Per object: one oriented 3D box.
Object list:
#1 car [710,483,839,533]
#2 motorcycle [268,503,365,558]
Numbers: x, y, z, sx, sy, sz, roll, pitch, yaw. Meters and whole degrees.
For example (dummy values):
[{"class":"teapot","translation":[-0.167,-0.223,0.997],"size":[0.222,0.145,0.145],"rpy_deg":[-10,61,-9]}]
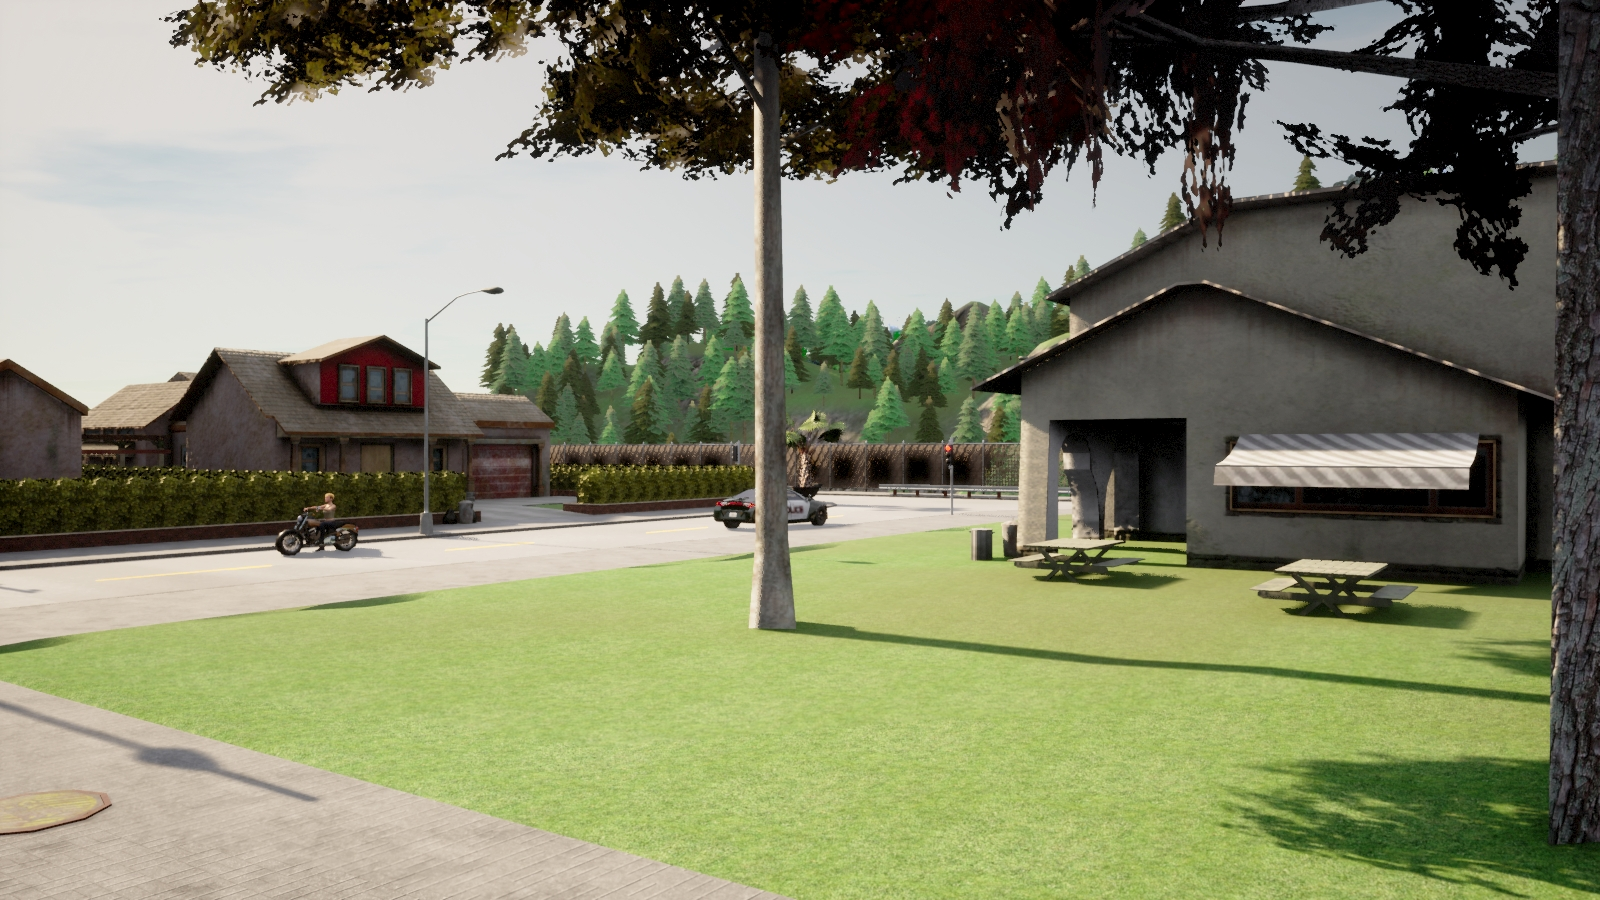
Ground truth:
[{"class":"car","translation":[-0.850,2.038,41.431],"size":[2.038,1.542,4.974],"rpy_deg":[0,0,37]},{"class":"motorcycle","translation":[-13.052,2.155,30.913],"size":[0.764,1.307,2.356],"rpy_deg":[0,0,35]}]
